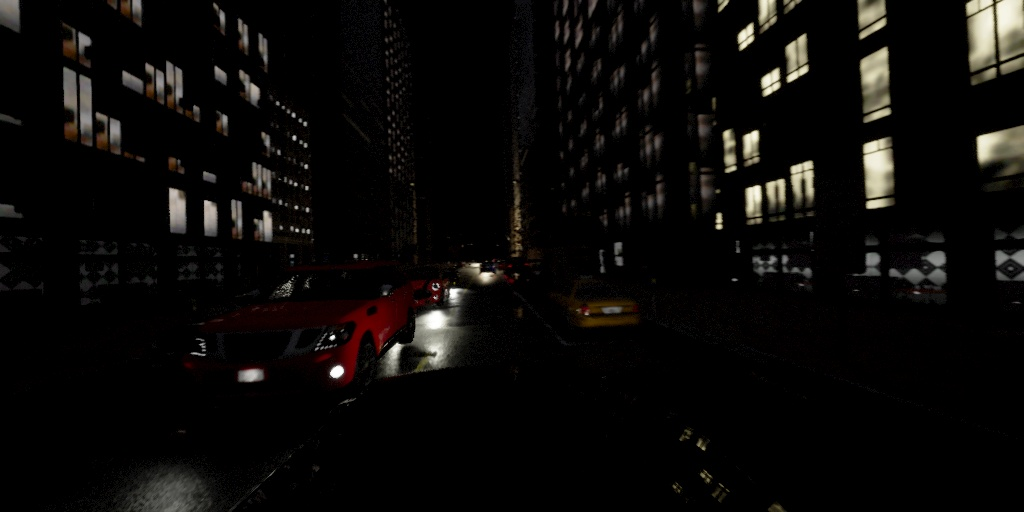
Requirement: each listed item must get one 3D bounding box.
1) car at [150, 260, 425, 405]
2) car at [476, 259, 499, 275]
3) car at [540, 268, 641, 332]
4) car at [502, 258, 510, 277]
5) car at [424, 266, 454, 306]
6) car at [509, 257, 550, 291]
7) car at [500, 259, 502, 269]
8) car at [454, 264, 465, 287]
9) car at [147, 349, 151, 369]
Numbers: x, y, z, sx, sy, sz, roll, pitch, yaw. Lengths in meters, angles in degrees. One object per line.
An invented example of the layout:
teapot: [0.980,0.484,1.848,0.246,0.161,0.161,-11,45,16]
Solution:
car: [-3.376,1.112,7.092,2.150,2.045,5.566,-2,0,-4]
car: [-3.103,1.396,45.437,2.097,1.767,4.553,-2,0,-5]
car: [2.158,1.233,10.604,1.751,1.417,4.829,0,0,-4]
car: [0.487,1.113,37.847,2.150,2.045,5.566,-2,0,-4]
car: [-4.114,1.312,16.782,2.097,1.767,4.553,-2,0,-4]
car: [1.282,1.107,22.521,2.192,1.841,5.009,0,0,-4]
car: [-0.034,1.284,44.766,2.097,1.767,4.553,-2,0,-4]
car: [-4.860,1.594,26.758,1.994,1.385,4.181,-2,0,-5]
car: [-6.012,1.543,8.473,2.007,1.370,4.403,0,0,-4]
